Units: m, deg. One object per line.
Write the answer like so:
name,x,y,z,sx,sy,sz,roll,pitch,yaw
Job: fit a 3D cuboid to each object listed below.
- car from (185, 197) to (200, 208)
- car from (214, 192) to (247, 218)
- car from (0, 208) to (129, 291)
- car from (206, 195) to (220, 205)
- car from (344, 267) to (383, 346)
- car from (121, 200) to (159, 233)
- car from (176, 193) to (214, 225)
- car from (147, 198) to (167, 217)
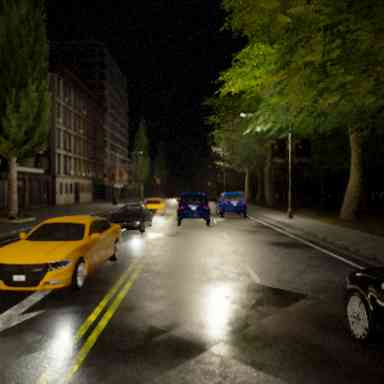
car,0.095,1.367,44.627,1.895,1.301,4.718,0,0,0
car,3.345,1.053,28.722,2.150,2.045,5.566,0,0,0
car,-3.327,1.418,9.091,1.882,1.535,5.008,0,0,2
car,3.339,1.240,53.597,1.837,1.490,4.892,0,-1,0
car,3.351,1.469,3.443,2.128,1.511,4.902,0,0,0
car,-3.325,1.429,18.986,2.033,1.411,5.357,0,0,0
car,0.098,1.081,23.058,2.150,2.045,5.566,0,0,0
car,-3.313,1.307,29.250,1.882,1.535,5.008,0,0,0
